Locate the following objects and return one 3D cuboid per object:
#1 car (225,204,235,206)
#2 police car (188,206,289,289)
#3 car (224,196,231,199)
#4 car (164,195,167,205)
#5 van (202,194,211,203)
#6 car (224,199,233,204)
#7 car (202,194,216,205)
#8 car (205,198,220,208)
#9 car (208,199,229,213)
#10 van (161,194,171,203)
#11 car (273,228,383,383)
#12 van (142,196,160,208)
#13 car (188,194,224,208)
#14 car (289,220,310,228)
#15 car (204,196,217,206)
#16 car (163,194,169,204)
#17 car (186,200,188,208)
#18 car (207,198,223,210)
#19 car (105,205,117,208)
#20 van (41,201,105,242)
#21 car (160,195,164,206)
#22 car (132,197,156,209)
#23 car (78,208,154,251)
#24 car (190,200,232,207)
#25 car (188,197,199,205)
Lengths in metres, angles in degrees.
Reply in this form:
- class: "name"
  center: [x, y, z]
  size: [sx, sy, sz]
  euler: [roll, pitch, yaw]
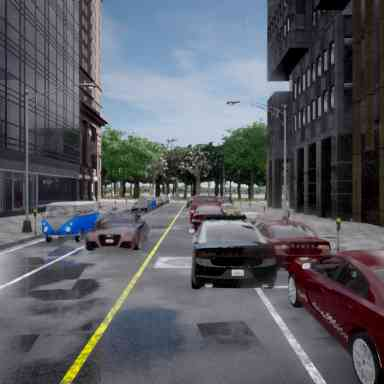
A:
- class: "car"
  center: [2.821, 1.526, 16.087]
  size: [1.752, 1.417, 4.829]
  euler: [0, 0, 0]
- class: "police car"
  center: [0.933, 1.426, 9.301]
  size: [1.930, 1.638, 5.238]
  euler: [0, 0, 0]
- class: "car"
  center: [2.882, 1.318, 32.230]
  size: [2.192, 1.841, 5.009]
  euler: [0, 0, 0]
- class: "car"
  center: [-5.559, 1.577, 54.012]
  size: [1.947, 1.339, 4.313]
  euler: [0, 0, 0]
- class: "van"
  center: [3.028, 1.362, 70.293]
  size: [1.690, 1.788, 3.998]
  euler: [0, 0, 0]
- class: "car"
  center: [2.863, 1.527, 26.962]
  size: [1.752, 1.417, 4.829]
  euler: [0, 0, 0]
- class: "car"
  center: [2.986, 1.329, 59.418]
  size: [2.192, 1.841, 5.009]
  euler: [0, 0, 0]
- class: "car"
  center: [2.945, 1.553, 48.543]
  size: [1.887, 1.381, 4.507]
  euler: [0, 0, 0]
- class: "car"
  center: [2.904, 1.555, 37.667]
  size: [2.008, 1.369, 4.403]
  euler: [0, 0, 0]
- class: "van"
  center: [-5.497, 1.362, 70.325]
  size: [1.690, 1.788, 3.998]
  euler: [0, 0, 0]
- class: "car"
  center: [2.779, 1.544, 5.042]
  size: [1.887, 1.381, 4.507]
  euler: [0, 0, 0]
- class: "van"
  center: [-5.601, 1.347, 43.138]
  size: [1.690, 1.788, 3.998]
  euler: [0, 0, 0]
- class: "car"
  center: [0.958, 1.224, 25.219]
  size: [2.150, 2.045, 5.566]
  euler: [0, 0, 0]
- class: "car"
  center: [2.800, 1.545, 10.480]
  size: [1.887, 1.381, 4.507]
  euler: [0, 0, 0]
- class: "car"
  center: [2.966, 1.451, 53.980]
  size: [1.967, 1.590, 4.097]
  euler: [0, 0, 0]
- class: "car"
  center: [-5.539, 1.539, 59.280]
  size: [1.752, 1.417, 4.829]
  euler: [0, 0, 0]
- class: "car"
  center: [0.194, 1.499, 47.149]
  size: [2.128, 1.511, 4.902]
  euler: [0, 0, 1]
- class: "car"
  center: [2.925, 1.532, 43.275]
  size: [1.752, 1.417, 4.829]
  euler: [0, 0, 0]
- class: "car"
  center: [-5.684, 1.551, 21.387]
  size: [2.008, 1.369, 4.403]
  euler: [0, 0, 0]
- class: "van"
  center: [-5.705, 1.341, 15.950]
  size: [1.690, 1.788, 3.998]
  euler: [0, 0, 0]
- class: "car"
  center: [-5.581, 1.534, 48.405]
  size: [1.752, 1.417, 4.829]
  euler: [0, 0, 0]
- class: "car"
  center: [-5.622, 1.570, 37.700]
  size: [1.947, 1.339, 4.313]
  euler: [0, 0, 0]
- class: "car"
  center: [-2.949, 1.564, 13.892]
  size: [1.994, 1.385, 4.181]
  euler: [0, 0, 0]
- class: "car"
  center: [0.971, 1.479, 19.191]
  size: [1.882, 1.535, 5.008]
  euler: [0, 0, 0]
- class: "car"
  center: [0.229, 1.579, 60.382]
  size: [1.994, 1.385, 4.181]
  euler: [0, 0, 0]
